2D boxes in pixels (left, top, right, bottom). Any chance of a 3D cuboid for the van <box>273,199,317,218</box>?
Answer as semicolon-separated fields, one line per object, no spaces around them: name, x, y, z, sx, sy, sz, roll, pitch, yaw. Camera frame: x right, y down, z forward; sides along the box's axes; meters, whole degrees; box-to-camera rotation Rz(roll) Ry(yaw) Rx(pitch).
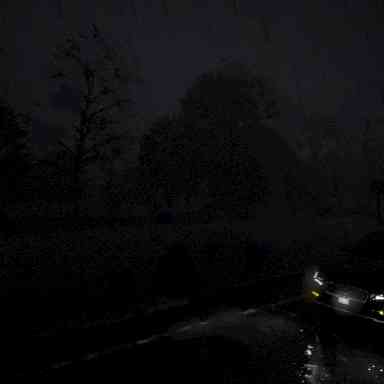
van;10.771;1.738;36.148;1.878;1.987;4.442;2;-1;-35

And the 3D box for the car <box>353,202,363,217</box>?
car;17.697;2.256;40.928;2.231;1.521;4.892;3;-2;-35

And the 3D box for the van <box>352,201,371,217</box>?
van;19.888;2.133;42.639;1.878;1.987;4.442;3;-2;-35

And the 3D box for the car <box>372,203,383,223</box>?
car;16.190;1.878;23.577;1.946;1.575;5.366;2;-1;-35

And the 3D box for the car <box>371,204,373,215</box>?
car;22.226;2.337;44.122;2.185;1.767;4.553;3;-2;-35

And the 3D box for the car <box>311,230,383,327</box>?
car;4.470;1.564;6.870;4.892;1.490;1.837;1;0;-35

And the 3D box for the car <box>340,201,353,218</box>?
car;15.548;2.150;39.178;1.946;1.575;5.366;2;-1;-35

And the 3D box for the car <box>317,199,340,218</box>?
car;13.178;1.804;37.752;2.435;2.045;5.566;2;-1;-35
